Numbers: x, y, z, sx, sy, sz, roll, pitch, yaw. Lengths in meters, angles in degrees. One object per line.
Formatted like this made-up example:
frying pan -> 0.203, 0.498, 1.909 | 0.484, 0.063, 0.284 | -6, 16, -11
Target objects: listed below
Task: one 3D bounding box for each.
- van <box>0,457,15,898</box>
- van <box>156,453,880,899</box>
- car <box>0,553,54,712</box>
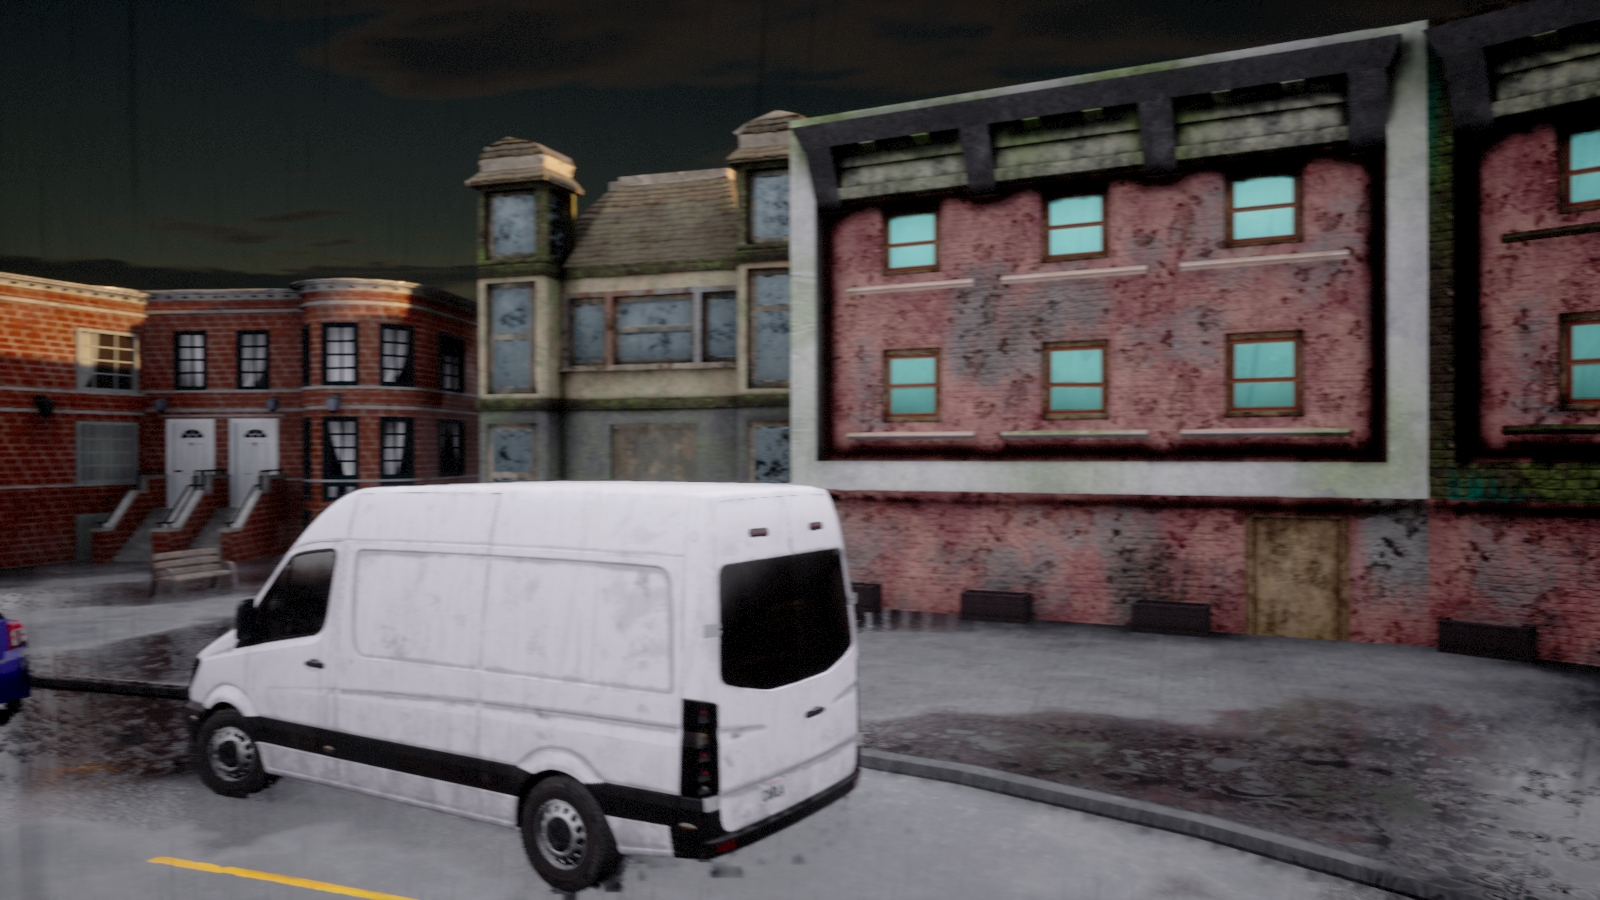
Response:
van -> -7.745, 1.333, 6.712 | 5.915, 2.561, 1.988 | 0, 0, 18
van -> -2.457, 1.316, 9.006 | 5.915, 2.561, 1.988 | 0, 0, 32
car -> -9.719, 1.840, 11.478 | 3.633, 1.501, 1.845 | 0, 0, 18
